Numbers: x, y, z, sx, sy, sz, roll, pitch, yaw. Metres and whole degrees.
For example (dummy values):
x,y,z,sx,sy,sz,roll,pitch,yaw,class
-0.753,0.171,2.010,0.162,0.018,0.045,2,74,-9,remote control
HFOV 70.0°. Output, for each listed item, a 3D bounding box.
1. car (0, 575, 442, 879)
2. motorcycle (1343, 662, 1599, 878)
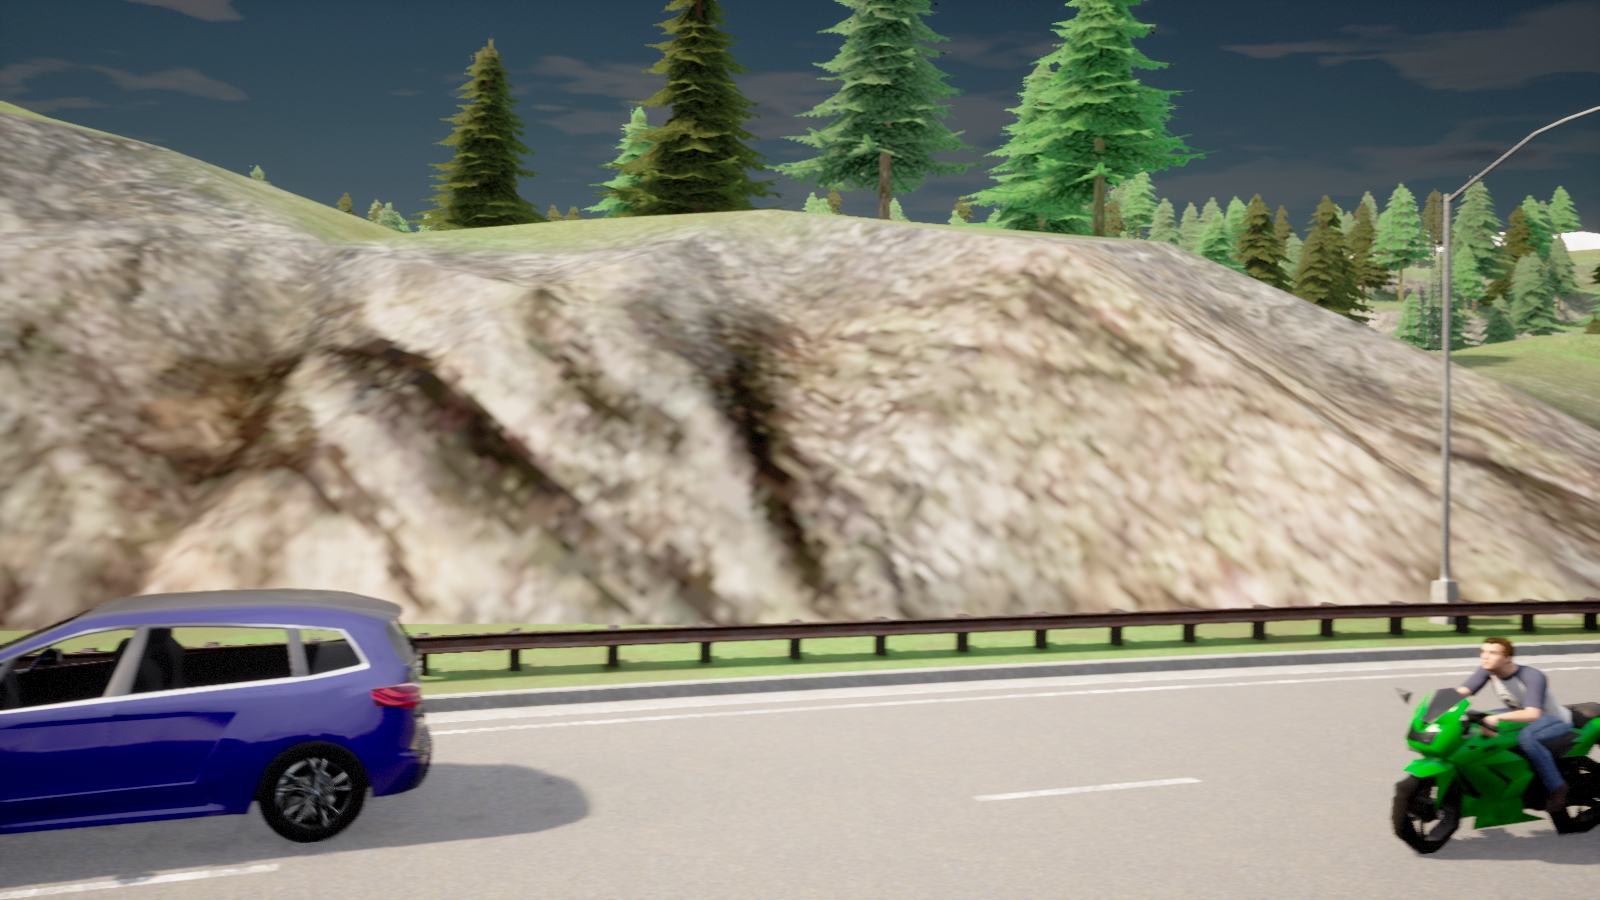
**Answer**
x,y,z,sx,sy,sz,roll,pitch,yaw,class
-5.178,1.959,8.616,4.611,1.667,2.242,1,0,-20,car
5.093,2.264,8.303,2.033,1.199,0.803,0,1,-16,motorcycle
